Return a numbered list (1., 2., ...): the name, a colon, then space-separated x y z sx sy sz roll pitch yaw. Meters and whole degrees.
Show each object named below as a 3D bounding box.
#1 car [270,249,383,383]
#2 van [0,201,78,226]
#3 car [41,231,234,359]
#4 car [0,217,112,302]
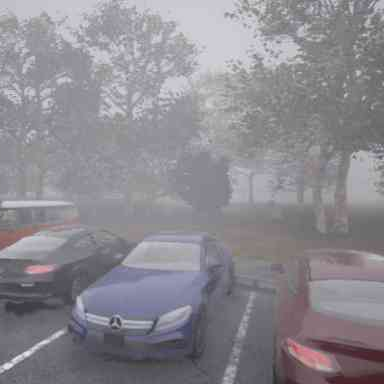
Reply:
1. car: 2.086 1.525 4.596 2.002 1.452 4.674 0 -1 15
2. van: -5.199 1.248 9.583 1.878 1.987 4.442 1 -1 15
3. car: -0.329 1.522 6.285 2.002 1.452 4.674 1 0 15
4. car: -2.737 1.518 7.998 2.002 1.452 4.674 0 -1 15
